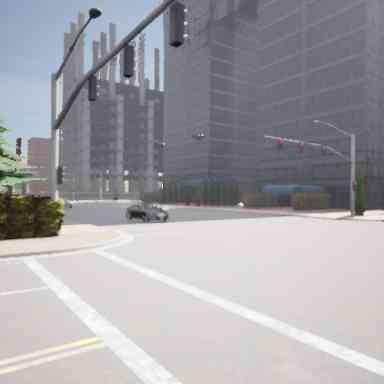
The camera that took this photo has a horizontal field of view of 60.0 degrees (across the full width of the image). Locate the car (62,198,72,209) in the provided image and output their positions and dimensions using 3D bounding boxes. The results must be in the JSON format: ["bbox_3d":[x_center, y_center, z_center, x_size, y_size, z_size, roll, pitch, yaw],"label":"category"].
[{"bbox_3d":[-18.334,1.628,46.893,1.812,1.442,4.674,1,0,-36],"label":"car"}]

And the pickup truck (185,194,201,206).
[{"bbox_3d":[0.126,1.423,61.677,2.390,2.098,6.274,1,0,-6],"label":"pickup truck"}]

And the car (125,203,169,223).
[{"bbox_3d":[-3.681,1.621,26.765,2.128,1.511,4.902,1,0,-36],"label":"car"}]
